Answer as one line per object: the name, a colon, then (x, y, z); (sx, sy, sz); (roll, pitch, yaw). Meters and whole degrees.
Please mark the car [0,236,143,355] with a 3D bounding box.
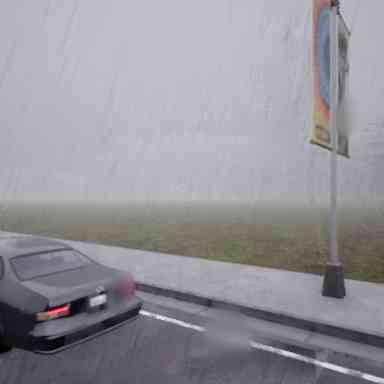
car: (-3.341, 1.551, 6.067); (5.357, 1.411, 2.033); (0, 0, 36)
